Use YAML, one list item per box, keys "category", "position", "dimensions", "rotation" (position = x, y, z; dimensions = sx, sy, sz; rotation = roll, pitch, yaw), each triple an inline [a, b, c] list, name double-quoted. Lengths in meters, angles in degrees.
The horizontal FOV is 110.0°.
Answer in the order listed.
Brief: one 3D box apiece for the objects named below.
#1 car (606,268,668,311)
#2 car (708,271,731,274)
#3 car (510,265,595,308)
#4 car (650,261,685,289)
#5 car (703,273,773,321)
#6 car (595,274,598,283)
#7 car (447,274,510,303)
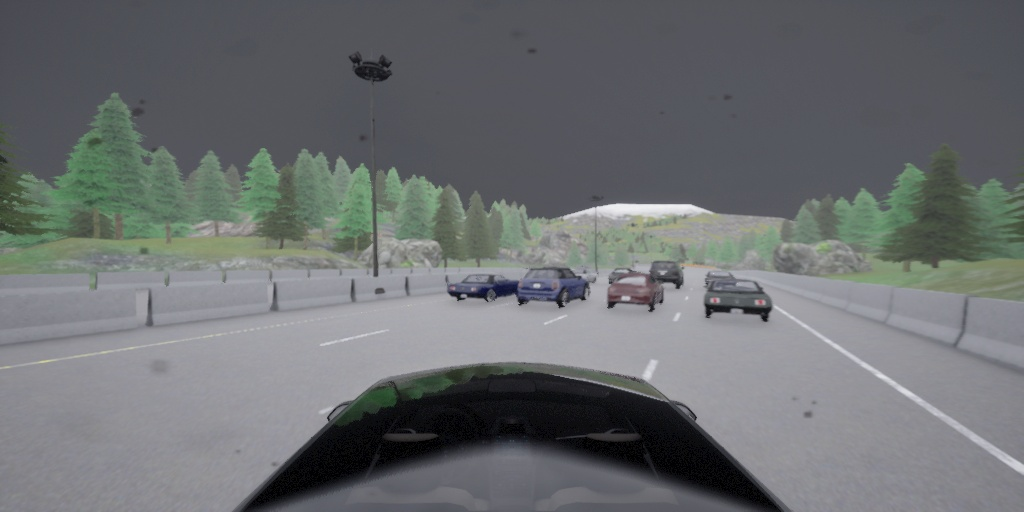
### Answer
- category: "car"
  position: [5.383, 1.444, 15.480]
  dimensions: [1.812, 1.442, 4.674]
  rotation: [0, -1, 29]
- category: "car"
  position: [15.268, 1.739, 26.446]
  dimensions: [1.895, 1.301, 4.718]
  rotation: [0, -1, 29]
- category: "car"
  position: [2.057, 1.285, 16.694]
  dimensions: [2.097, 1.767, 4.553]
  rotation: [0, -1, 29]
- category: "car"
  position: [11.869, 1.372, 27.536]
  dimensions: [2.150, 2.045, 5.566]
  rotation: [0, -1, 29]
- category: "car"
  position: [8.138, 1.489, 13.225]
  dimensions: [1.895, 1.301, 4.718]
  rotation: [0, -1, 29]
- category: "car"
  position: [6.030, 1.805, 31.436]
  dimensions: [1.895, 1.301, 4.718]
  rotation: [0, -1, 29]
- category: "car"
  position: [-1.106, 1.554, 18.205]
  dimensions: [1.895, 1.301, 4.718]
  rotation: [0, -1, 29]
